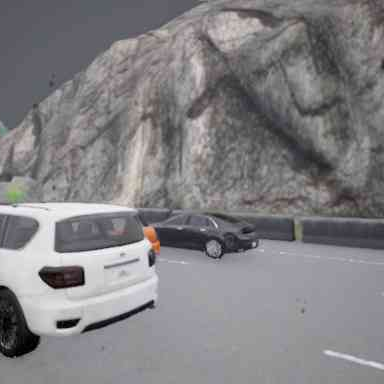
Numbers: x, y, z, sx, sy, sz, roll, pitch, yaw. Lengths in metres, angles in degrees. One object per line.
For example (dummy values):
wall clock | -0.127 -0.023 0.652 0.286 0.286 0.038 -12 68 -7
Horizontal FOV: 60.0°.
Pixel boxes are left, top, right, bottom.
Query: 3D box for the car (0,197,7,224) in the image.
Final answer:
car | -15.221 1.244 23.451 4.553 1.767 2.097 1 0 36

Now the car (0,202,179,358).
car | -3.153 1.217 6.243 5.566 2.045 2.150 0 0 36

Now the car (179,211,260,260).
car | 0.105 1.499 12.518 4.892 1.490 1.837 0 0 36

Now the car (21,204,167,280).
car | -3.222 1.343 10.591 4.553 1.767 2.097 0 0 36
